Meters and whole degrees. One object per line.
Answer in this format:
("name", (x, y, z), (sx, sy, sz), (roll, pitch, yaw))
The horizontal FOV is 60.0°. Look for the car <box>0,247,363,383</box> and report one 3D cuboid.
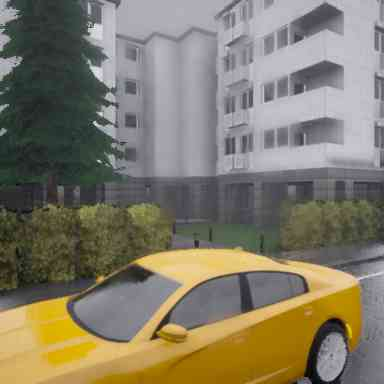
("car", (-0.090, 1.478, 3.859), (5.008, 1.535, 1.882), (0, 0, -33))
